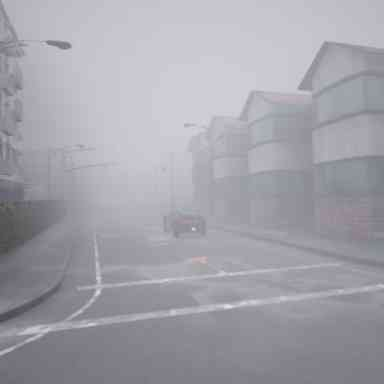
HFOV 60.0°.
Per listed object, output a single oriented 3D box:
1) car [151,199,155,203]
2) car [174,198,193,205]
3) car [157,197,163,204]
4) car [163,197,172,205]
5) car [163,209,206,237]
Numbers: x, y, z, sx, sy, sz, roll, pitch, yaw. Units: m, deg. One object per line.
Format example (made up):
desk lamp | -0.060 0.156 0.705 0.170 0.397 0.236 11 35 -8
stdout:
car | -8.663 2.501 95.111 4.605 1.855 1.932 -1 -1 -17
car | -1.563 2.225 74.153 3.806 1.475 1.970 -1 -1 -17
car | -7.429 2.422 92.450 3.866 1.878 1.905 -1 -1 -17
car | -3.729 2.267 80.203 5.027 1.636 2.152 -1 -1 -17
car | -0.547 1.833 20.274 1.837 1.490 4.892 -1 -2 -15
